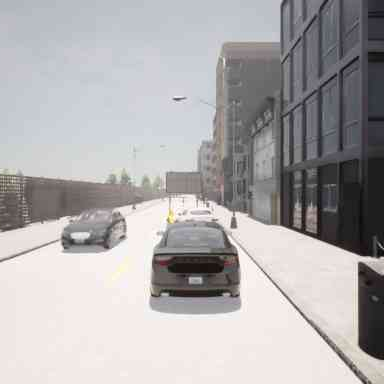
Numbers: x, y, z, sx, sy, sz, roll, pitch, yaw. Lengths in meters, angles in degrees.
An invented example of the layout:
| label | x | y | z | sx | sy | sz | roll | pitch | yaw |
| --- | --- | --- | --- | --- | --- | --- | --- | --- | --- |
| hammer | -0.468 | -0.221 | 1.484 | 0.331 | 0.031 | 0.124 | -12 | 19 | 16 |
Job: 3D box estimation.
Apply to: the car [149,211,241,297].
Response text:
| label | x | y | z | sx | sy | sz | roll | pitch | yaw |
| --- | --- | --- | --- | --- | --- | --- | --- | --- | --- |
| car | 0.066 | 1.478 | 8.604 | 1.882 | 1.535 | 5.008 | 0 | 0 | 0 |

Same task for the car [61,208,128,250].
| label | x | y | z | sx | sy | sz | roll | pitch | yaw |
| --- | --- | --- | --- | --- | --- | --- | --- | --- | --- |
| car | -4.055 | 1.492 | 14.440 | 2.128 | 1.511 | 4.902 | 0 | 0 | 0 |

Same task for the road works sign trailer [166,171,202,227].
| label | x | y | z | sx | sy | sz | roll | pitch | yaw |
| --- | --- | --- | --- | --- | --- | --- | --- | --- | --- |
| road works sign trailer | -0.568 | 0.465 | 21.470 | 2.380 | 3.560 | 2.880 | 0 | 0 | -16 |

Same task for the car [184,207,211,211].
| label | x | y | z | sx | sy | sz | roll | pitch | yaw |
| --- | --- | --- | --- | --- | --- | --- | --- | --- | --- |
| car | 0.279 | 1.543 | 17.961 | 1.812 | 1.442 | 4.674 | 0 | -1 | -7 |
